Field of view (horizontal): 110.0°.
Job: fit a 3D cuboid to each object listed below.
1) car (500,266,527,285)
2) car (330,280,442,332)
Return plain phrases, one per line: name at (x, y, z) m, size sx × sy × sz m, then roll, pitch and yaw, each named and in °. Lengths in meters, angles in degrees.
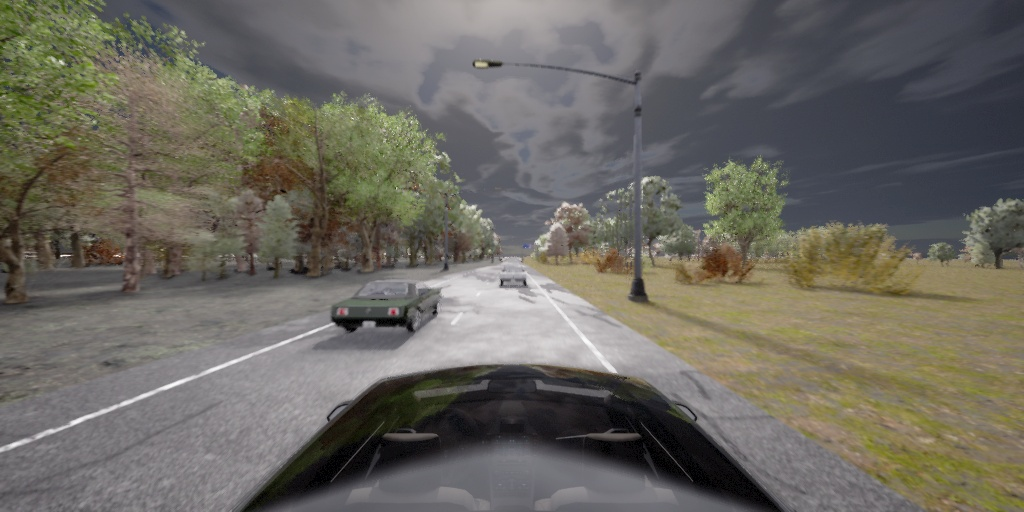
car at (0.093, 1.355, 26.116) m, size 1.895 × 1.301 × 4.718 m, roll 0°, pitch 0°, yaw 0°
car at (-3.404, 1.352, 10.775) m, size 1.895 × 1.301 × 4.718 m, roll 0°, pitch 0°, yaw 0°
